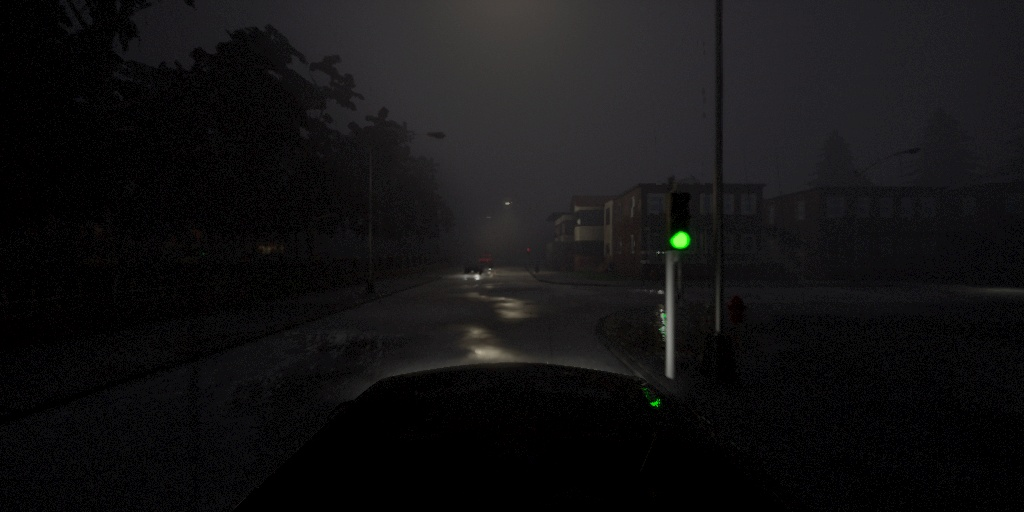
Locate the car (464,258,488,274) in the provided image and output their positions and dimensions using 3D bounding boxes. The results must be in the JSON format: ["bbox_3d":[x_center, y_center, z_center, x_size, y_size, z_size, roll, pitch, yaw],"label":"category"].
[{"bbox_3d":[-4.080,1.202,39.434,2.033,1.411,5.357,0,0,0],"label":"car"}]

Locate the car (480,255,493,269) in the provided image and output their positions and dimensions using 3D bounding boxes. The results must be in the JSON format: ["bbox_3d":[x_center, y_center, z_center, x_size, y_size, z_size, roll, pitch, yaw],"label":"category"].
[{"bbox_3d":[-4.009,0.835,54.900,2.150,2.045,5.566,0,0,0],"label":"car"}]
